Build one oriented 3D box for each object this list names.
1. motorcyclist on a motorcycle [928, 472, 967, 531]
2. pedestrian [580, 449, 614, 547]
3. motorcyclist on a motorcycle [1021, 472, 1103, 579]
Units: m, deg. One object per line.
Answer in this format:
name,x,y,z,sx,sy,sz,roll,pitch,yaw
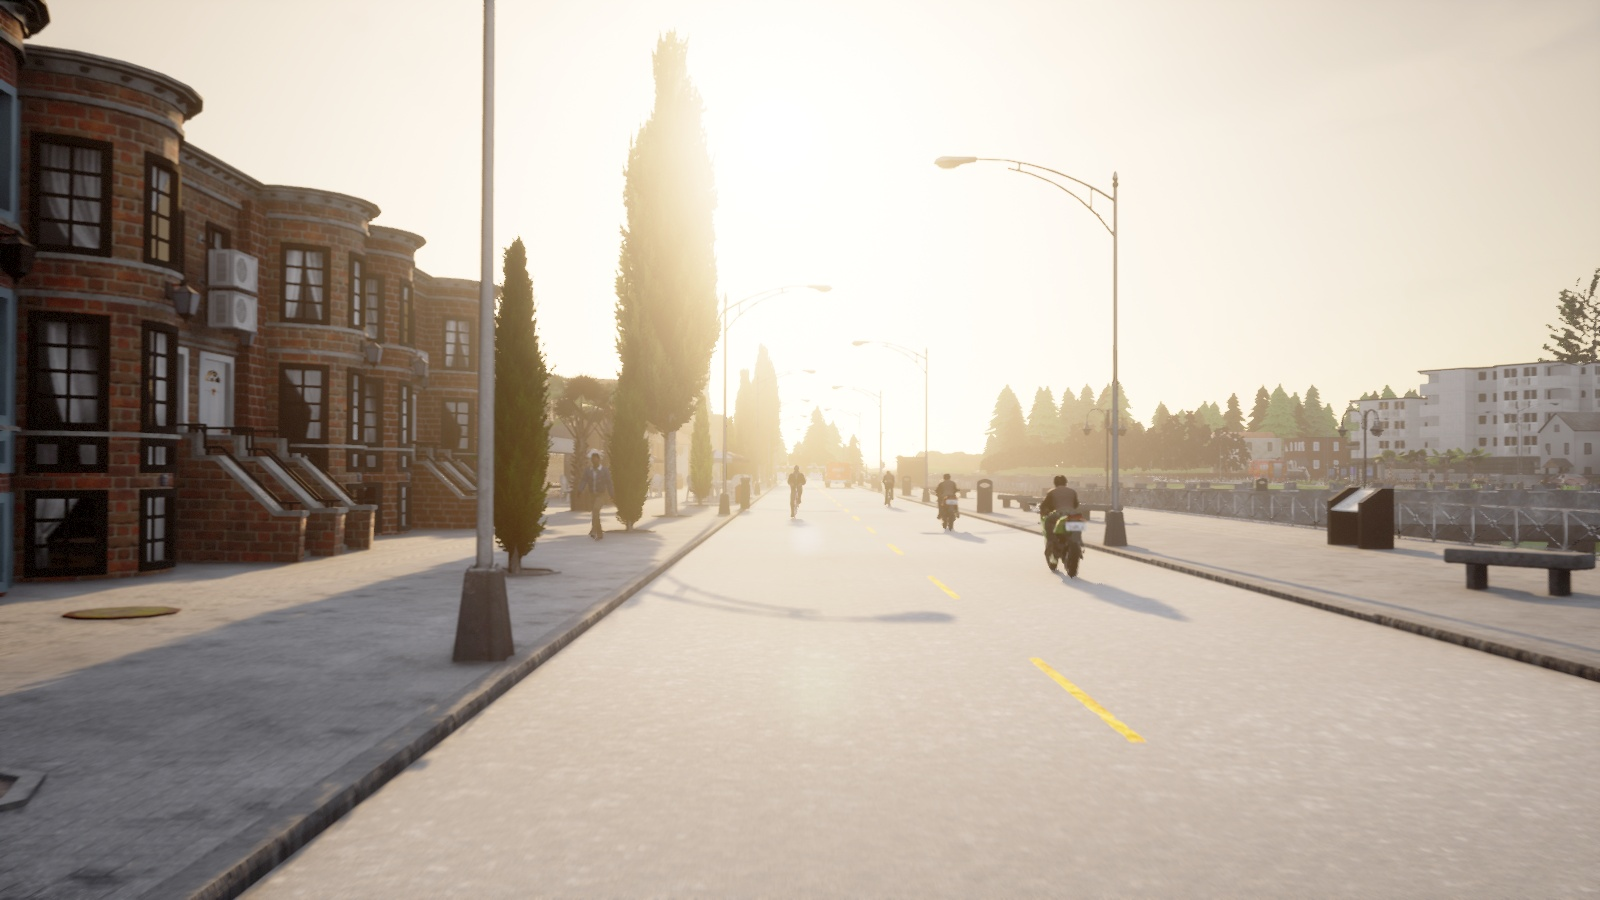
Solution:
motorcyclist on a motorcycle,3.912,1.341,33.424,0.797,1.523,2.044,0,-1,0
pedestrian,-4.125,0.969,25.534,0.423,1.949,0.788,0,-1,13
motorcyclist on a motorcycle,3.949,1.100,19.070,0.797,1.523,2.044,0,-1,0
